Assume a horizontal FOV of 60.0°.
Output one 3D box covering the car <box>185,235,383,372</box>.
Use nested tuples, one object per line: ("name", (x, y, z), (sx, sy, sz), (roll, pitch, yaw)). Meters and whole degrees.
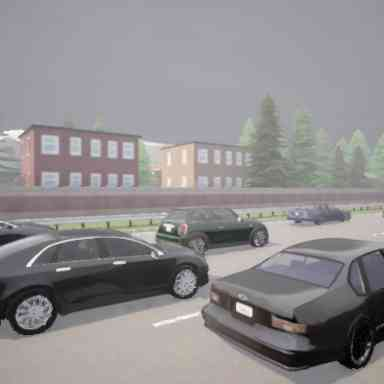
("car", (2.703, 1.525, 5.676), (5.357, 1.411, 2.033), (0, 0, -36))

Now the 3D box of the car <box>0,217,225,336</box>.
("car", (-1.856, 1.495, 6.720), (4.892, 1.490, 1.837), (0, 0, -36))

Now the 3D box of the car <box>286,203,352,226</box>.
("car", (8.830, 1.464, 22.948), (5.357, 1.411, 2.033), (0, 0, -36))

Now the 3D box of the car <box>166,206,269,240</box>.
("car", (0.905, 1.318, 12.992), (4.553, 1.767, 2.097), (0, 0, -36))

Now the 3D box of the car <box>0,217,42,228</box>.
("car", (-7.258, 1.488, 11.467), (4.902, 1.511, 2.128), (0, 0, -36))
